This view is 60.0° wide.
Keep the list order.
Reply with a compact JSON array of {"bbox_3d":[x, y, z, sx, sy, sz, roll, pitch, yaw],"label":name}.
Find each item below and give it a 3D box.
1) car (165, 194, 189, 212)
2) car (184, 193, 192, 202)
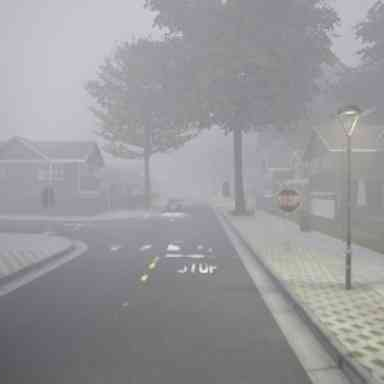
[{"bbox_3d":[-1.762,1.316,35.769,2.128,1.511,4.902,0,1,2],"label":"car"},{"bbox_3d":[-0.988,0.991,60.992,2.128,1.511,4.902,0,1,2],"label":"car"}]
